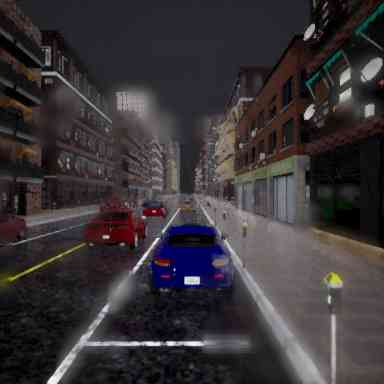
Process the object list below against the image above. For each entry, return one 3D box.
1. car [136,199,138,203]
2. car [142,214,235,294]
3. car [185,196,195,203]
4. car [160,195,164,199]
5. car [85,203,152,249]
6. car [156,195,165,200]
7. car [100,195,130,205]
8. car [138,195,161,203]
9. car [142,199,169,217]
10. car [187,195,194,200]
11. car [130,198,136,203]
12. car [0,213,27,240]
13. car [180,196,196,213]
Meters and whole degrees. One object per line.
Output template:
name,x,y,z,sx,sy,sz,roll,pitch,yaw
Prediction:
car,-8.834,1.542,48.430,1.887,1.381,4.507,0,0,0
car,0.004,1.525,8.649,1.812,1.442,4.674,0,0,0
car,-0.453,1.544,70.970,2.008,1.369,4.403,0,0,0
car,-8.834,1.540,87.882,2.008,1.369,4.403,0,0,0
car,-3.145,1.486,14.614,1.882,1.535,5.008,0,0,0
car,-8.834,1.538,93.519,2.008,1.369,4.403,0,0,0
car,-8.833,1.314,37.157,2.192,1.841,5.009,0,0,0
car,-6.146,1.600,48.614,2.033,1.411,5.357,0,0,0
car,-3.145,1.573,29.614,1.994,1.385,4.181,0,0,0
car,-0.452,1.513,93.685,1.752,1.417,4.829,0,0,0
car,-8.834,1.438,42.793,1.967,1.590,4.097,0,0,0
car,-8.835,1.582,14.612,1.802,1.307,4.206,0,0,0
car,-0.454,1.524,37.323,1.752,1.417,4.829,0,0,0
